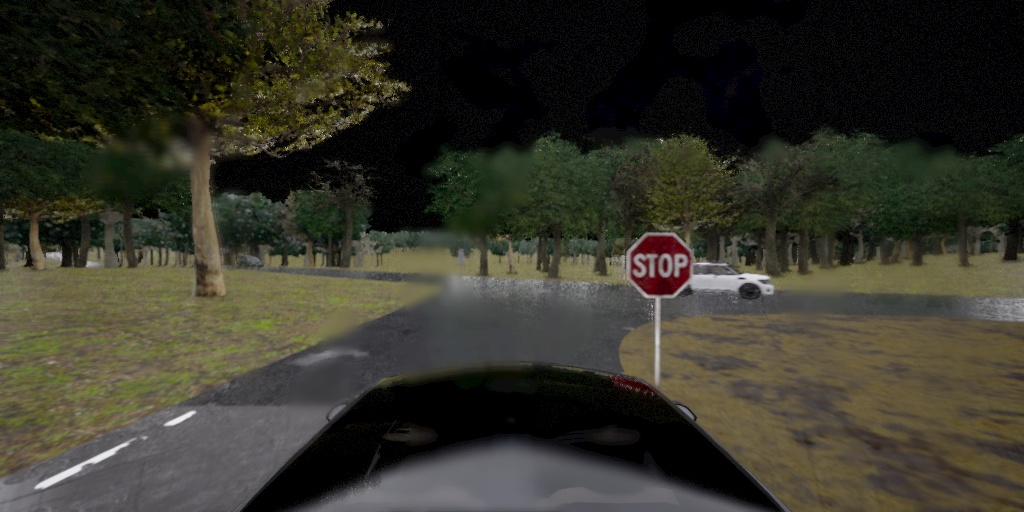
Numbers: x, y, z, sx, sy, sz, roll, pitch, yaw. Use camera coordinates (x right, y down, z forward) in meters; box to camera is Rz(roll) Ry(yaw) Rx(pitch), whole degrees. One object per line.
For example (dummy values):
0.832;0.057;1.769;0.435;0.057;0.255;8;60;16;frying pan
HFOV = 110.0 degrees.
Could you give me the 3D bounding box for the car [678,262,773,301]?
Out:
11.847;1.400;20.988;5.566;2.045;2.150;-1;0;35;car
